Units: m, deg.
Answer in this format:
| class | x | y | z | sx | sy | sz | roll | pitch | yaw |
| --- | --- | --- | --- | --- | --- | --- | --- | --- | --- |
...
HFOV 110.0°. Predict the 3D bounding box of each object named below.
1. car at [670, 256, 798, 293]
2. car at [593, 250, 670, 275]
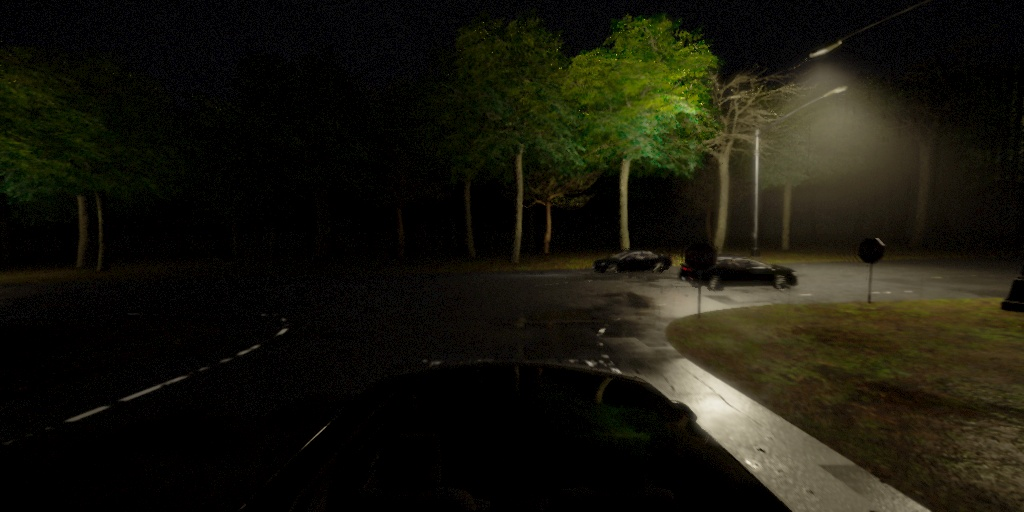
| class | x | y | z | sx | sy | sz | roll | pitch | yaw |
| --- | --- | --- | --- | --- | --- | --- | --- | --- | --- |
| car | 10.237 | 0.765 | 16.351 | 4.902 | 1.511 | 2.128 | -1 | 4 | 0 |
| car | 7.758 | 0.408 | 23.346 | 4.902 | 1.511 | 2.128 | -2 | 4 | 0 |
